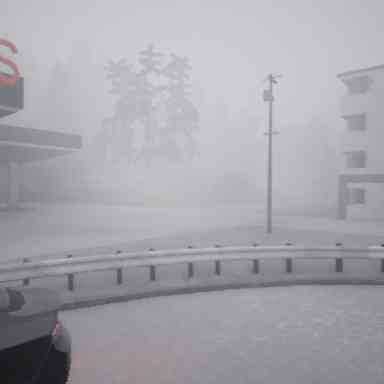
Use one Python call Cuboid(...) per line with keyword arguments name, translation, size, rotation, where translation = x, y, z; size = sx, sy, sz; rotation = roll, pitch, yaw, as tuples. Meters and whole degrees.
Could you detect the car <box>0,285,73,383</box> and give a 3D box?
Cuboid(name="car", translation=(-3.376, 1.442, 2.192), size=(4.892, 1.490, 1.837), rotation=(0, -1, -36))
